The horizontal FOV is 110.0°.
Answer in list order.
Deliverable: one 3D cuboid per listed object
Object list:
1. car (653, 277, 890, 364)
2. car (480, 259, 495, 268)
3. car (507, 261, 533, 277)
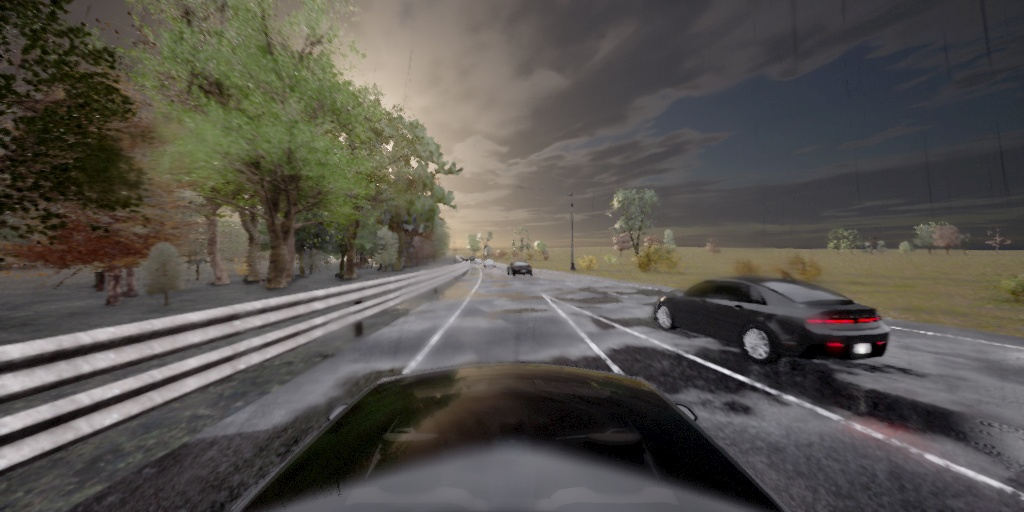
[{"bbox_3d":[5.058,1.199,7.968,1.837,1.490,4.892,0,0,-9],"label":"car"},{"bbox_3d":[-4.095,1.281,63.559,1.812,1.442,4.674,-1,0,-9],"label":"car"},{"bbox_3d":[0.662,1.203,34.659,1.882,1.535,5.008,0,0,-9],"label":"car"}]
